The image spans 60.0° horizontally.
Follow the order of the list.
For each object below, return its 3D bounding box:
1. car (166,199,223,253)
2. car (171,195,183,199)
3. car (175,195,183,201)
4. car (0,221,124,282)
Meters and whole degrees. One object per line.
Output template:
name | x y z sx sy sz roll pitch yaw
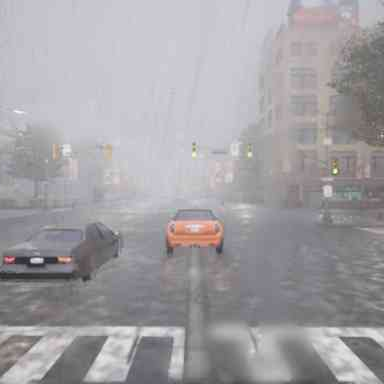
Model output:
car | 0.099 1.361 13.948 2.097 1.767 4.553 0 0 0
car | -3.500 1.645 80.353 1.895 1.301 4.718 0 0 0
car | -3.500 1.618 90.375 1.895 1.301 4.718 0 0 1
car | -3.400 1.554 9.800 2.033 1.411 5.357 0 0 0
